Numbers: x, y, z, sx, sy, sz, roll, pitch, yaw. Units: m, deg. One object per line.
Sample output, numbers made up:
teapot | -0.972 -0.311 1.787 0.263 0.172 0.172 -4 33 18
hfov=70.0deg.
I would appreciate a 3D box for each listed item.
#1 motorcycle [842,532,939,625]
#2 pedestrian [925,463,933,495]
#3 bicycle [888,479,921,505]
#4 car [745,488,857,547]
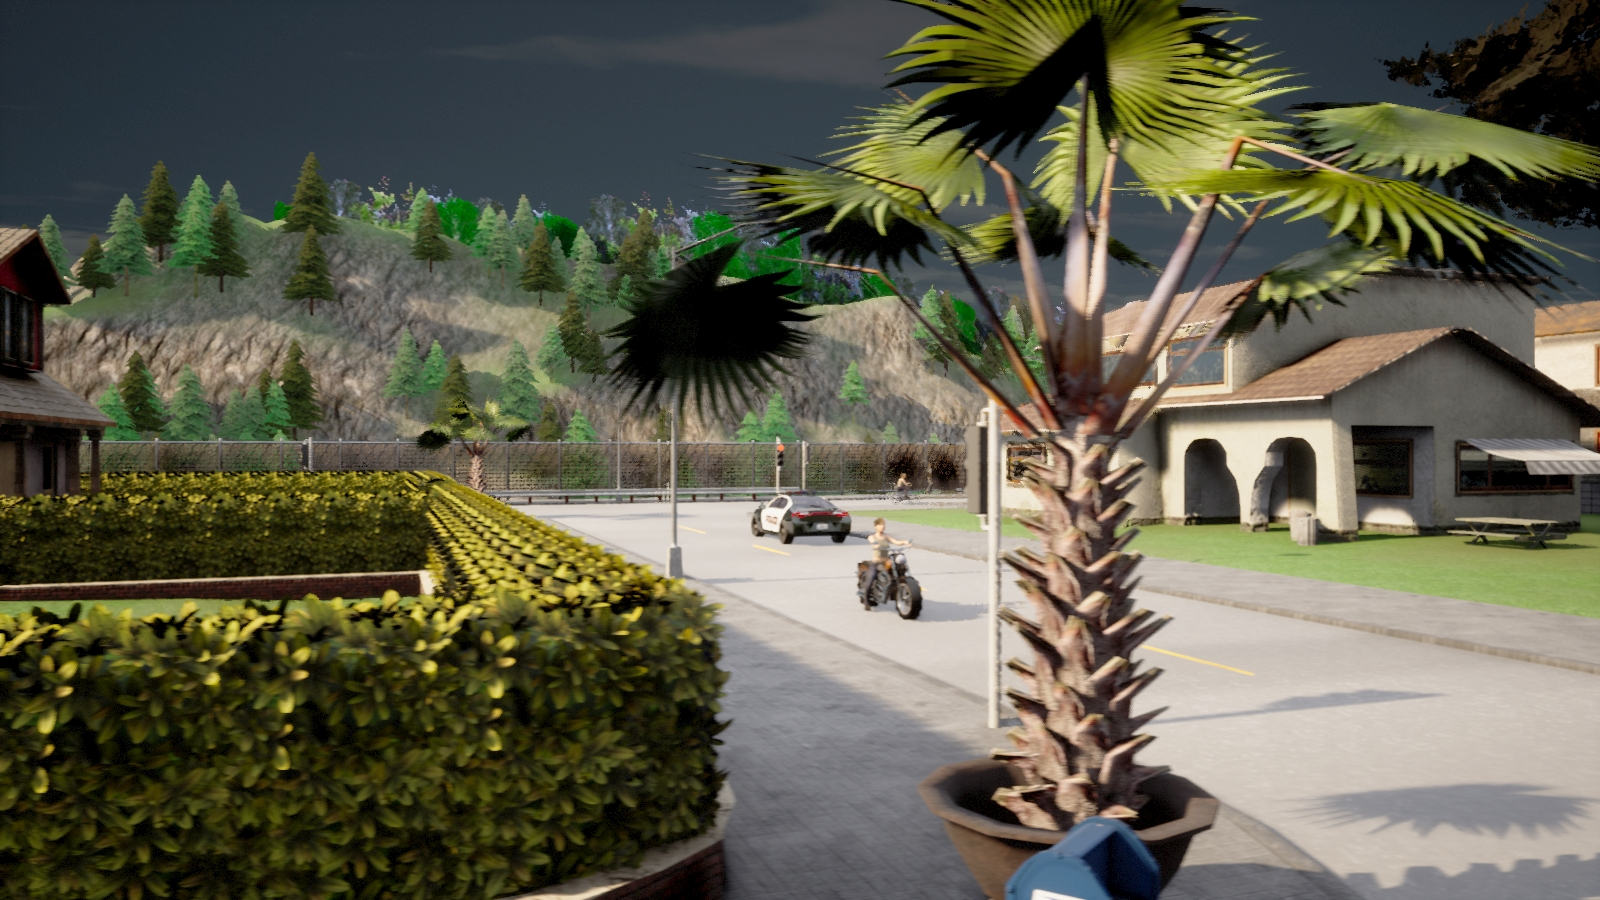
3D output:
motorcycle | 1.507 2.153 19.608 0.764 1.307 2.356 0 0 -20
pedestrian | 7.708 1.738 68.398 0.375 1.860 0.375 0 0 -19
bicycle | 5.355 2.152 58.471 1.487 1.276 0.859 0 0 -20
car | -0.072 2.035 35.639 2.038 1.542 4.974 0 0 -18
